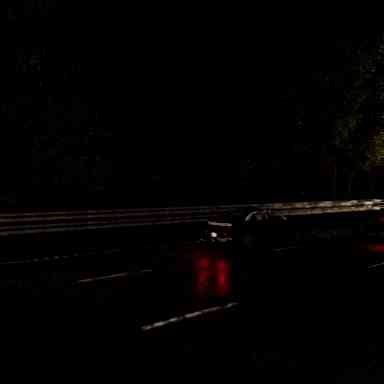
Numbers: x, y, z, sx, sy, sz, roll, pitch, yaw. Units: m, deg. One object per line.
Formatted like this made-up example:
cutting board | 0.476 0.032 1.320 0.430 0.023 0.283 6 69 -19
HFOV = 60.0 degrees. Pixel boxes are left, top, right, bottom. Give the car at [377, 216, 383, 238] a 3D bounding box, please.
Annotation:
car | 10.692 1.388 15.668 5.008 1.535 1.882 -1 0 -35

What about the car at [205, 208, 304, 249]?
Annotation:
car | 2.836 1.439 14.365 4.902 1.511 2.128 0 0 -35
